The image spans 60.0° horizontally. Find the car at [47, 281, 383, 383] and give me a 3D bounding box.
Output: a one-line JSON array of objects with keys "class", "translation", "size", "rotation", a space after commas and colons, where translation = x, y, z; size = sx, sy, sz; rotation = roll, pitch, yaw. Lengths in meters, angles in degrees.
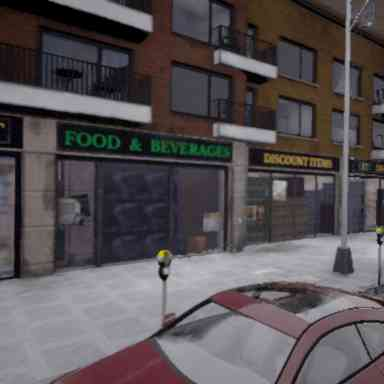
[{"class": "car", "translation": [0.652, 1.555, 2.859], "size": [4.206, 1.307, 1.802], "rotation": [0, 1, -34]}]
